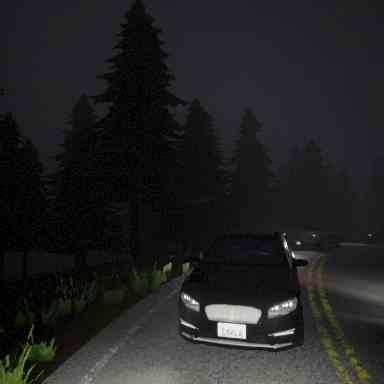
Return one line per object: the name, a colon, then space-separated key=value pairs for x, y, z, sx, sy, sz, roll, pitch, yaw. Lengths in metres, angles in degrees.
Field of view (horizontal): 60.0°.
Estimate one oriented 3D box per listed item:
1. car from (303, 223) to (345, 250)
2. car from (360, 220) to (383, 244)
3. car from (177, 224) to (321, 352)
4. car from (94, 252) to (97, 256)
car: x=6.518 y=2.309 z=17.713 sx=1.895 sy=1.301 sz=4.718 roll=-3 pitch=-6 yaw=39
car: x=15.875 y=3.227 z=26.464 sx=5.566 sy=2.045 sz=2.150 roll=8 pitch=-8 yaw=-28
car: x=1.137 y=1.562 z=6.611 sx=2.128 sy=1.511 sz=4.902 roll=-1 pitch=-2 yaw=15
car: x=-20.228 y=13.650 z=72.990 sx=4.181 sy=1.381 sz=1.994 roll=-2 pitch=-5 yaw=31
